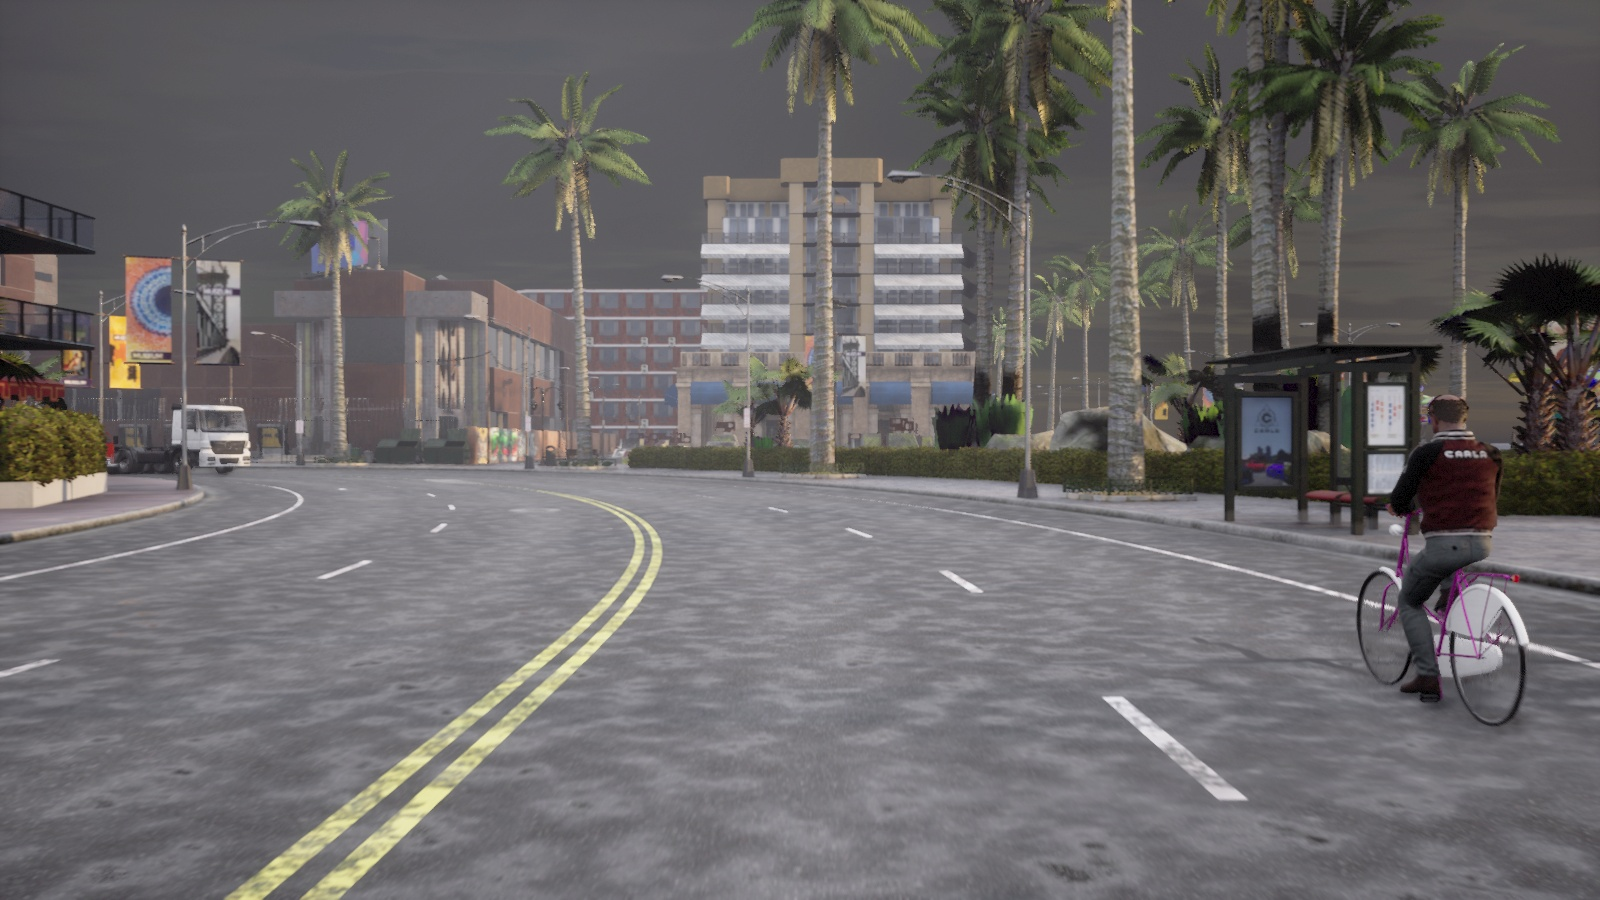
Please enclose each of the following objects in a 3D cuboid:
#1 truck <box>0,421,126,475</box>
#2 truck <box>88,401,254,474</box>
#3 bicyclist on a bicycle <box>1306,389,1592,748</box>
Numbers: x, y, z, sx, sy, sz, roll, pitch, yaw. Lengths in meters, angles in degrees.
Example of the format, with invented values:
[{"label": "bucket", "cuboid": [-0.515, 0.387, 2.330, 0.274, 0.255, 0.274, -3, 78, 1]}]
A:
[{"label": "truck", "cuboid": [-35.295, -0.099, 60.010, 5.204, 2.467, 2.627, 0, 0, 20]}, {"label": "truck", "cuboid": [-31.096, -0.600, 62.013, 7.936, 3.462, 2.891, 0, 0, 23]}, {"label": "bicyclist on a bicycle", "cuboid": [3.584, 0.582, 7.142, 0.659, 1.776, 1.843, 0, 0, 0]}]
